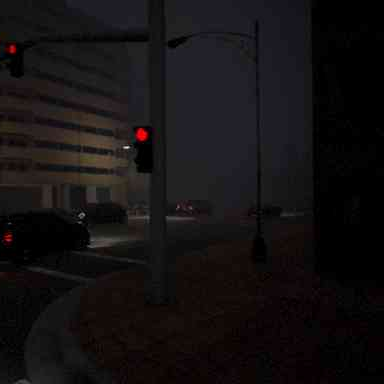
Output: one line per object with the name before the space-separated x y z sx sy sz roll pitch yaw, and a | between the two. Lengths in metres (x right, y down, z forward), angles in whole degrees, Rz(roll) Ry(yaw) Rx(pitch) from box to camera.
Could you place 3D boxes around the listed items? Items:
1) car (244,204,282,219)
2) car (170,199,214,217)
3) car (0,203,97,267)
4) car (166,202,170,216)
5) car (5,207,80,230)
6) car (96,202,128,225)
car | 6.628 1.728 30.510 1.895 1.301 4.718 -1 0 35
car | 0.304 1.555 33.981 2.097 1.767 4.553 -1 -1 35
car | -5.735 1.474 12.212 2.097 1.767 4.553 0 0 15
car | -2.611 1.803 35.917 1.994 1.385 4.181 -1 0 35
car | -10.765 1.839 24.277 1.895 1.301 4.718 -1 0 35
car | -6.811 1.554 23.827 2.097 1.767 4.553 -1 0 35
